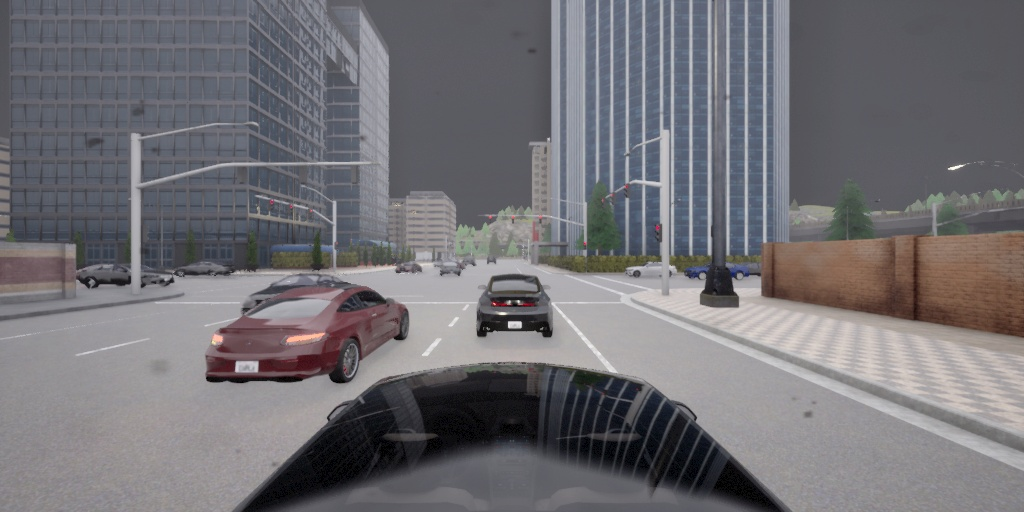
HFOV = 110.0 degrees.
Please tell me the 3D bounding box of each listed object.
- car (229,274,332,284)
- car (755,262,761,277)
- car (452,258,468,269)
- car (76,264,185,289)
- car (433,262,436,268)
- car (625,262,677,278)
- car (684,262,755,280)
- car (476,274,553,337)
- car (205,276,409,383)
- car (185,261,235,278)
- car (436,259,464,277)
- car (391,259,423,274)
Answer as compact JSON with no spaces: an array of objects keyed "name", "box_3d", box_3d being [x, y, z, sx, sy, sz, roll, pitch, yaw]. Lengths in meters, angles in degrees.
[{"name":"car","box_3d":[-7.137,1.311,12.447,1.994,1.385,4.181,0,0,-1]},{"name":"car","box_3d":[22.612,1.290,33.824,5.357,1.411,2.033,0,0,-1]},{"name":"car","box_3d":[-7.955,1.339,52.305,1.895,1.301,4.718,0,0,-1]},{"name":"car","box_3d":[-24.231,1.237,22.666,4.902,1.511,2.128,0,0,0]},{"name":"car","box_3d":[-11.542,1.338,58.488,1.895,1.301,4.718,0,0,-1]},{"name":"car","box_3d":[13.025,1.268,33.719,4.674,1.442,1.812,0,0,1]},{"name":"car","box_3d":[17.208,1.221,30.276,5.008,1.535,1.882,0,0,-1]},{"name":"car","box_3d":[0.063,1.253,10.229,1.837,1.490,4.892,0,0,0]},{"name":"car","box_3d":[-3.438,1.275,6.963,1.812,1.442,4.674,0,0,0]},{"name":"car","box_3d":[-28.560,1.234,33.326,4.902,1.511,2.128,0,0,0]},{"name":"car","box_3d":[-6.303,1.267,35.926,1.812,1.442,4.674,0,0,-16]},{"name":"car","box_3d":[-11.661,1.305,40.727,1.994,1.385,4.181,0,0,4]}]
